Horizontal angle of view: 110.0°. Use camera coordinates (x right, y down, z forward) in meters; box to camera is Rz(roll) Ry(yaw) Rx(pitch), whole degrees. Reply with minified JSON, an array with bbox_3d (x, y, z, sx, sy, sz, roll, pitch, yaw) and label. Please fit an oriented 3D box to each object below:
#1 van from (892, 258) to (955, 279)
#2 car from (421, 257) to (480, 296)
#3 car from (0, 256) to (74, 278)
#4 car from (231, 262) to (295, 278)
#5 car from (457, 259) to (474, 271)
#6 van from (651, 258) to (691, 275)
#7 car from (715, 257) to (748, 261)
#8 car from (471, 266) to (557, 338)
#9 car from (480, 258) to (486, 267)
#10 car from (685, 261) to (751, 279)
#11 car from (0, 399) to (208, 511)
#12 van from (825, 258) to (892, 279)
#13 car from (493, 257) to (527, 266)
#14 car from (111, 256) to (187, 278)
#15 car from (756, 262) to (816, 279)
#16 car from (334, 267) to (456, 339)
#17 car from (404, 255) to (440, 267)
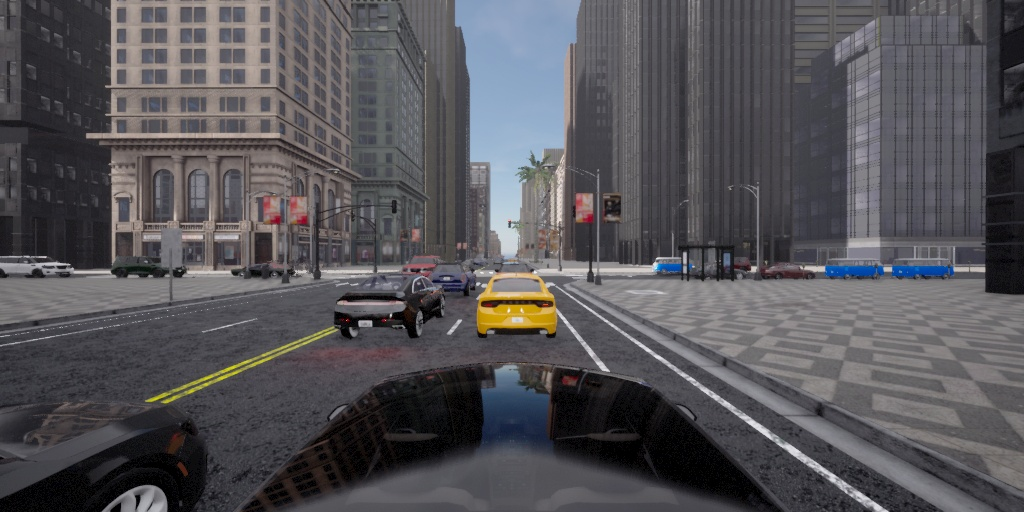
[{"bbox_3d":[34.148,1.080,29.810,3.998,1.789,1.690,0,0,0],"label":"van"},{"bbox_3d":[-3.122,1.102,19.267,2.097,1.767,4.553,0,0,0],"label":"car"},{"bbox_3d":[-43.719,1.020,32.739,5.566,2.045,2.150,0,0,0],"label":"car"},{"bbox_3d":[-22.539,1.375,32.593,4.718,1.301,1.895,0,0,0],"label":"car"},{"bbox_3d":[-6.524,1.254,50.672,1.837,1.490,4.892,0,1,-1],"label":"car"},{"bbox_3d":[17.125,1.065,38.357,3.998,1.789,1.690,0,0,0],"label":"van"},{"bbox_3d":[22.802,1.035,38.350,5.009,1.841,2.192,0,0,0],"label":"car"},{"bbox_3d":[0.111,1.227,10.217,1.882,1.535,5.008,0,0,0],"label":"car"},{"bbox_3d":[-6.454,1.105,64.882,2.097,1.767,4.553,0,0,1],"label":"car"},{"bbox_3d":[17.116,1.299,29.832,4.403,1.370,2.007,0,0,0],"label":"car"},{"bbox_3d":[-3.152,1.255,0.612,1.837,1.490,4.892,0,0,0],"label":"car"},{"bbox_3d":[28.471,1.082,29.817,3.998,1.789,1.690,0,0,0],"label":"van"},{"bbox_3d":[0.128,1.102,19.291,2.097,1.767,4.553,0,0,0],"label":"car"},{"bbox_3d":[-33.012,1.007,32.664,5.566,2.045,2.150,0,0,0],"label":"car"},{"bbox_3d":[22.793,1.327,29.825,4.207,1.307,1.802,0,0,0],"label":"car"},{"bbox_3d":[-3.138,1.241,10.128,2.128,1.511,4.902,0,0,0],"label":"car"},{"bbox_3d":[-6.561,0.971,27.012,2.150,2.045,5.566,0,0,0],"label":"car"}]
